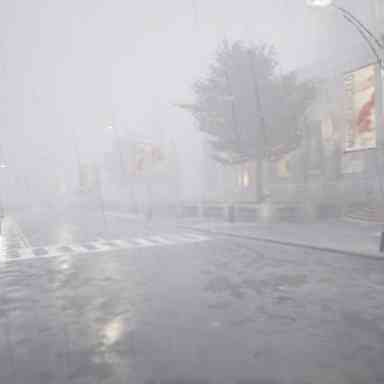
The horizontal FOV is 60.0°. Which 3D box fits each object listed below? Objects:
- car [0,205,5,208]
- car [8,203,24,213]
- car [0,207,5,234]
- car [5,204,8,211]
[{"bbox_3d":[-18.634,2.200,30.605,2.033,1.411,5.357,-1,0,-31],"label":"car"},{"bbox_3d":[-28.774,2.538,52.924,4.902,1.511,2.128,-2,0,31],"label":"car"},{"bbox_3d":[-13.727,1.983,22.187,1.837,1.490,4.892,-1,0,-30],"label":"car"},{"bbox_3d":[-30.101,2.532,49.618,5.008,1.535,1.882,-2,0,35],"label":"car"}]
